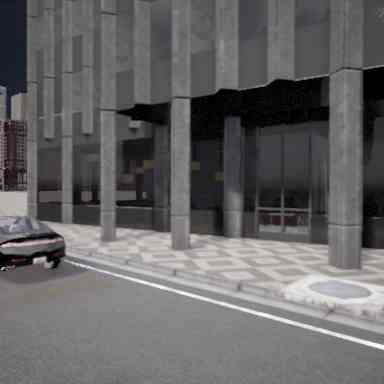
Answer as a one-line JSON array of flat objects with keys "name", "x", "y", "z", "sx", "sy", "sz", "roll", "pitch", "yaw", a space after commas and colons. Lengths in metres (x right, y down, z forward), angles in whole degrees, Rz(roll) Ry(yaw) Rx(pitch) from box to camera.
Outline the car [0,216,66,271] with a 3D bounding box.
[{"name": "car", "x": -5.553, "y": 1.449, "z": 9.721, "sx": 4.902, "sy": 1.511, "sz": 2.128, "roll": 0, "pitch": 0, "yaw": 41}]
